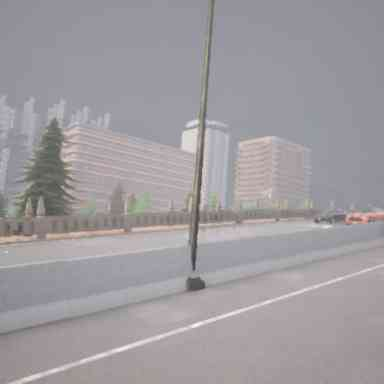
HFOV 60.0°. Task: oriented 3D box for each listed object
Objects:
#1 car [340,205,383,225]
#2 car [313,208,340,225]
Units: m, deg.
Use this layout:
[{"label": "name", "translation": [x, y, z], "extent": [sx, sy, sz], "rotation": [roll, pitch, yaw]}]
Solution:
[{"label": "car", "translation": [16.081, 2.145, 30.706], "extent": [4.553, 1.767, 2.097], "rotation": [1, -3, -39]}, {"label": "car", "translation": [14.188, 2.440, 33.666], "extent": [4.892, 1.490, 1.837], "rotation": [1, -3, -39]}]
